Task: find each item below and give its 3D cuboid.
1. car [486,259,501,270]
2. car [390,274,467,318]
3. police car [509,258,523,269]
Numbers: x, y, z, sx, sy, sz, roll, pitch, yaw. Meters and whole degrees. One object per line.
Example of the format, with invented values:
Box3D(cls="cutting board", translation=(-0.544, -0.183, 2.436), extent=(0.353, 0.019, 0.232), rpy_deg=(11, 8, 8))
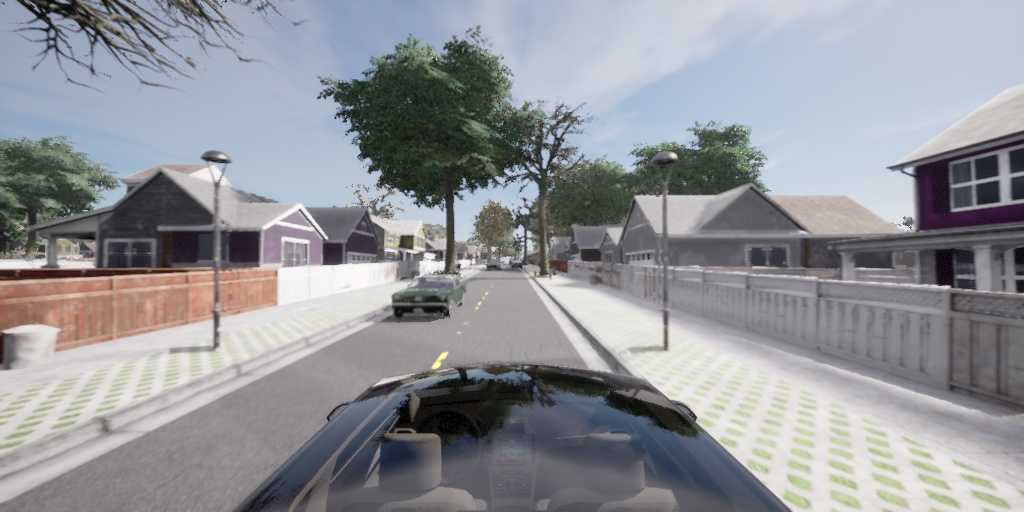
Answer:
Box3D(cls="car", translation=(-2.808, 1.298, 55.530), extent=(2.097, 1.767, 4.553), rpy_deg=(0, 0, 0))
Box3D(cls="car", translation=(-2.848, 1.368, 13.156), extent=(1.895, 1.301, 4.718), rpy_deg=(0, 0, 0))
Box3D(cls="police car", translation=(0.826, 1.412, 61.741), extent=(1.930, 1.638, 5.238), rpy_deg=(0, 0, 0))
